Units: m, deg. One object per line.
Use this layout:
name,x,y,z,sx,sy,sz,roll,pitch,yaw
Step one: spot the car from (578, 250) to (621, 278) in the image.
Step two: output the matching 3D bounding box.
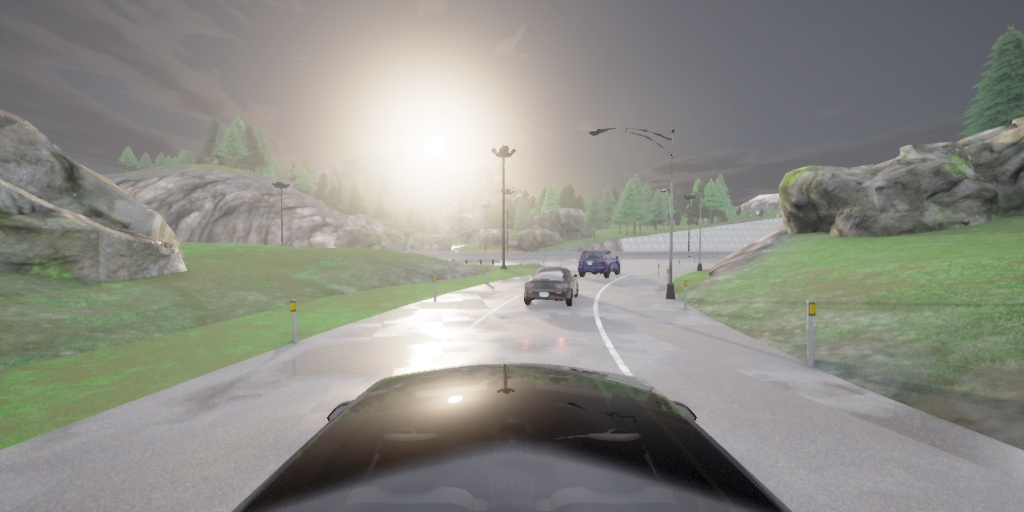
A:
car,6.783,0.560,27.589,2.150,2.045,5.566,1,2,29

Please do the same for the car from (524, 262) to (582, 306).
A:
car,1.712,1.159,14.930,1.812,1.442,4.674,0,1,14
